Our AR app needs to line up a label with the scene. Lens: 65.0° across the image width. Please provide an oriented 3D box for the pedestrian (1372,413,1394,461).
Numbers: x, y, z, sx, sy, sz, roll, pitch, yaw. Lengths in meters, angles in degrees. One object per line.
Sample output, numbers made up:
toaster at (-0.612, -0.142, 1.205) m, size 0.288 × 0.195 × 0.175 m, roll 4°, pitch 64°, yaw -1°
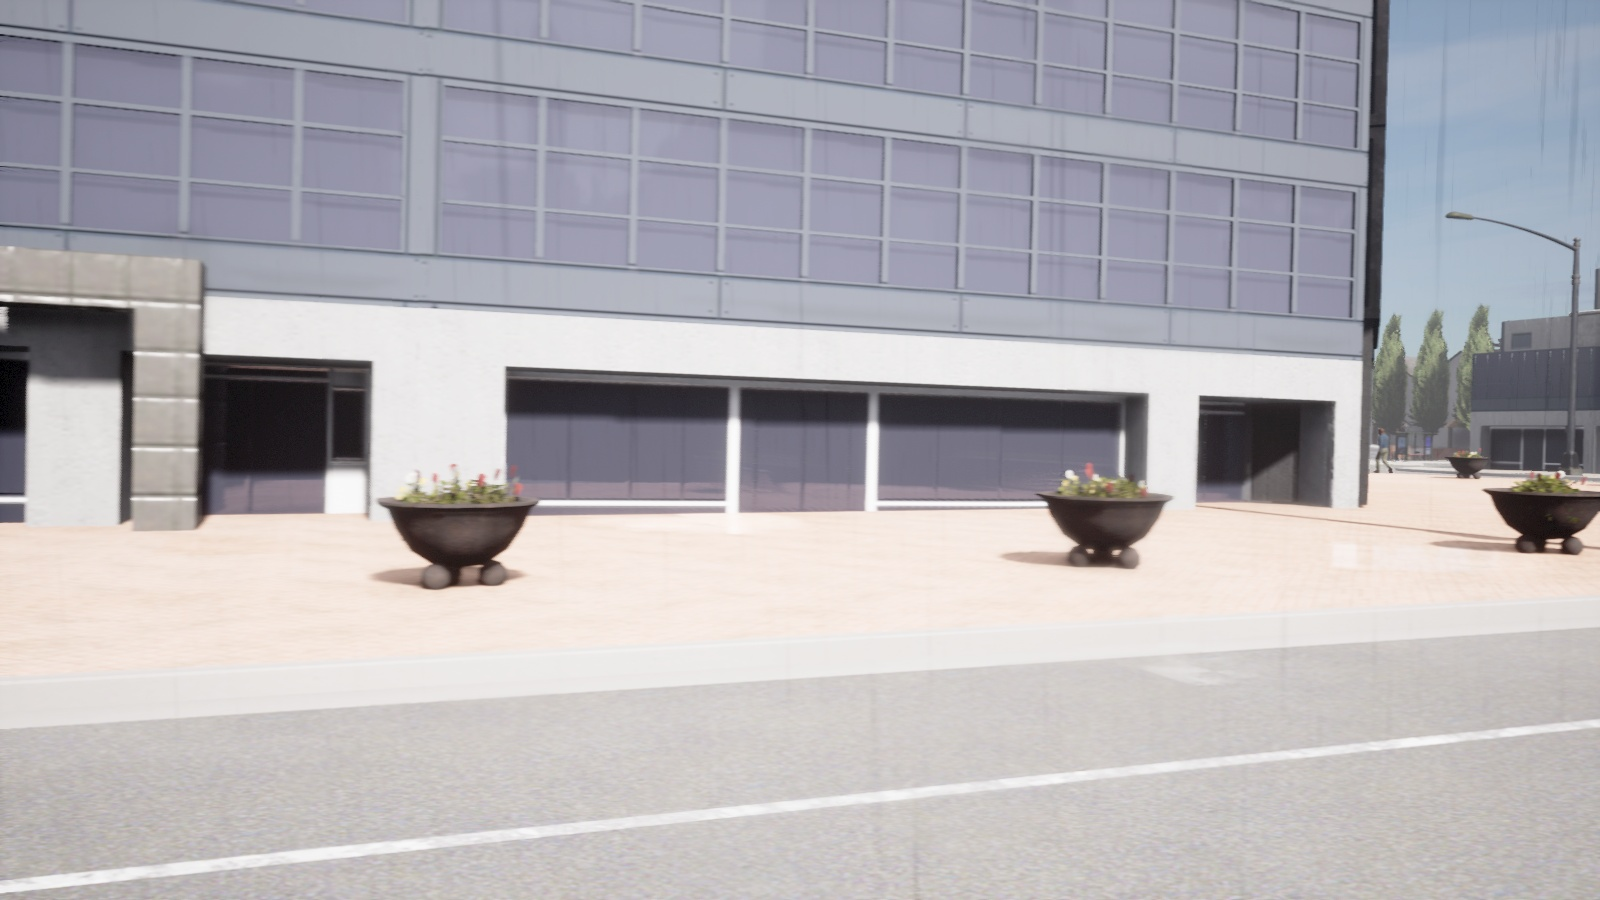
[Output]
pedestrian at (22.485, -0.506, 48.440) m, size 0.370 × 1.835 × 0.726 m, roll 0°, pitch 1°, yaw -19°
